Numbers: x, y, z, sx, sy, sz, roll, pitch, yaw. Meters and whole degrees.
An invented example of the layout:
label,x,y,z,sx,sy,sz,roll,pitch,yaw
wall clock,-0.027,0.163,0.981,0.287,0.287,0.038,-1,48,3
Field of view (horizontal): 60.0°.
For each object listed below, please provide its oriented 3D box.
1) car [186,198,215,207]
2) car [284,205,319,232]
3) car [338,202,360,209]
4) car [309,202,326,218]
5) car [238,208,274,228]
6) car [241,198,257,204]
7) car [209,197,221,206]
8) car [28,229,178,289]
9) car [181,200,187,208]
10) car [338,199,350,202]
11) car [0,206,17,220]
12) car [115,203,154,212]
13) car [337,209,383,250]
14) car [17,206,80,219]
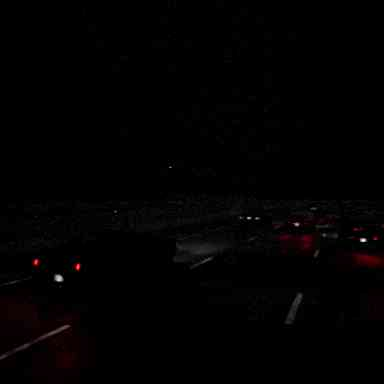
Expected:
label,x,y,z,sx,sy,sz,roll,pitch,yaw
car,1.435,2.233,52.947,2.128,1.511,4.902,0,-1,24
car,7.693,1.923,23.475,1.812,1.442,4.674,0,-1,24
car,16.401,2.074,34.686,1.837,1.490,4.892,0,-1,24
car,14.334,1.958,38.412,2.097,1.767,4.553,0,-1,24
car,5.152,1.977,26.354,2.033,1.411,5.357,0,-1,24
car,11.508,2.140,66.803,2.150,2.045,5.566,0,-1,24
car,4.123,2.125,67.424,2.150,2.045,5.566,0,0,24
car,-2.198,1.756,9.796,1.895,1.301,4.718,0,-1,24
car,-0.462,2.370,65.753,2.128,1.511,4.902,0,-1,24
car,26.729,2.368,57.953,1.812,1.442,4.674,0,-1,24
car,-16.986,1.918,28.761,1.812,1.442,4.674,0,-1,24
car,-5.115,1.795,29.597,2.097,1.767,4.553,0,-1,24
car,8.195,1.801,16.204,1.837,1.490,4.892,0,-1,24
car,-12.558,1.974,30.083,2.033,1.411,5.357,0,-1,24
